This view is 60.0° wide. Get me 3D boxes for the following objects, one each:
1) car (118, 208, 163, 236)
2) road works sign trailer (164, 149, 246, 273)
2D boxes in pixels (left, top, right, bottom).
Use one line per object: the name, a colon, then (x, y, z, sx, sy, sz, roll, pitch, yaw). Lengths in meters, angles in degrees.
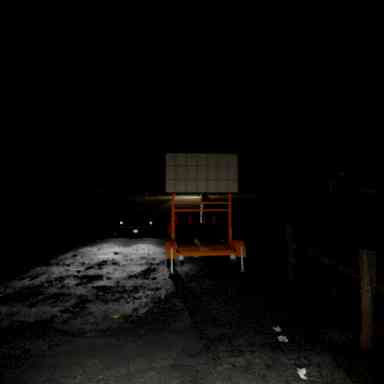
car: (-2.721, 1.583, 18.340, 1.895, 1.301, 4.718, 0, 0, 0)
road works sign trailer: (0.292, 0.456, 10.673, 2.380, 3.560, 2.880, 0, 0, -6)
